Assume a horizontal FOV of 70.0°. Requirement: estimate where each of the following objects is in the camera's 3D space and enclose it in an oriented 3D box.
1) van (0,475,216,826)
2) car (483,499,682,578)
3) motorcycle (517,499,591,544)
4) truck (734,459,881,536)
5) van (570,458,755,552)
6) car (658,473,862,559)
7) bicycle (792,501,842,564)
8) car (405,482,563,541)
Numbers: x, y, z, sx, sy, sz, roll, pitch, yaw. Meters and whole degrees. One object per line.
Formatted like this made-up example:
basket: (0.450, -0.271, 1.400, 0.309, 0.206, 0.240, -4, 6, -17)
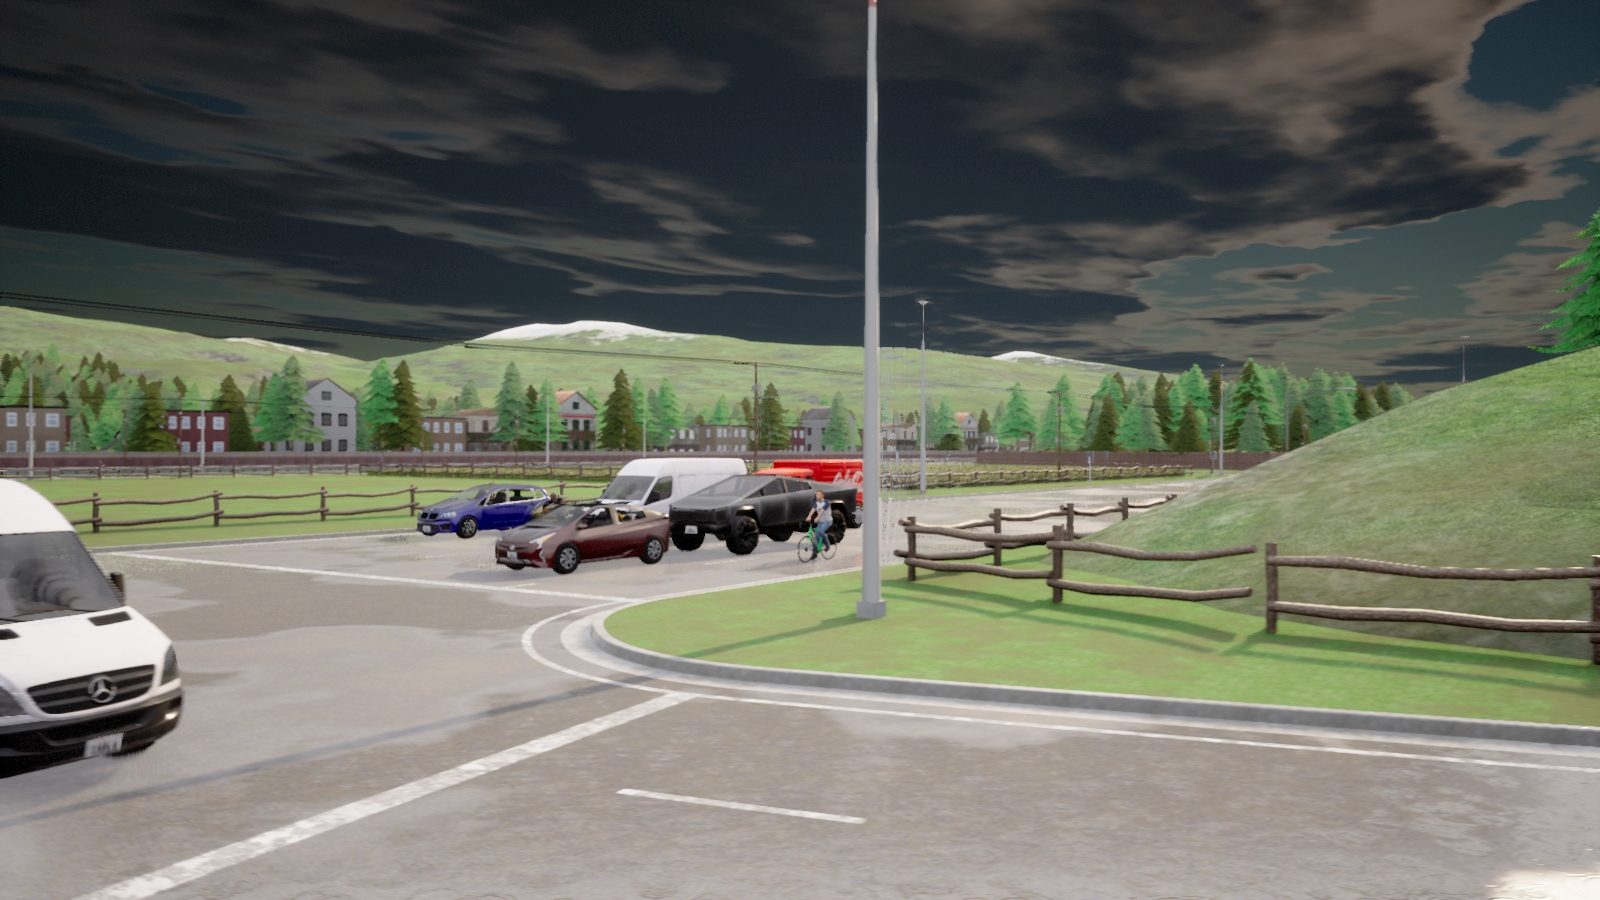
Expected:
van: (-8.319, 1.531, 10.541, 5.915, 2.561, 1.988, 0, 0, 25)
car: (-5.097, 2.042, 27.355, 2.007, 1.525, 4.514, 0, 0, 37)
motorcycle: (-7.636, 2.208, 35.589, 0.867, 1.251, 2.209, 0, 0, 37)
truck: (0.357, 1.575, 40.449, 2.627, 2.467, 5.204, 0, 0, 37)
van: (-4.028, 1.540, 34.554, 1.988, 2.561, 5.915, 0, 0, 37)
car: (-0.994, 1.760, 32.751, 2.390, 2.098, 6.274, 0, 0, 37)
bicycle: (0.440, 2.063, 28.861, 0.373, 1.496, 1.643, 0, 0, 37)
car: (-10.359, 1.969, 37.788, 2.242, 1.667, 4.611, 0, 0, 38)
